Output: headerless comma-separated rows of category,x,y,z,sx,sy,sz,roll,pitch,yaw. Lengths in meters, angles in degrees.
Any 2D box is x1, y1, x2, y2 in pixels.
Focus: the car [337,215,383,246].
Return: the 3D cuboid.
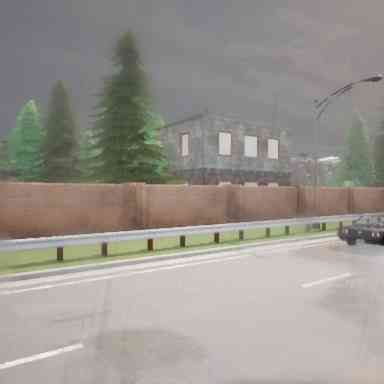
car,8.293,1.615,14.084,4.718,1.301,1.895,0,0,-35
